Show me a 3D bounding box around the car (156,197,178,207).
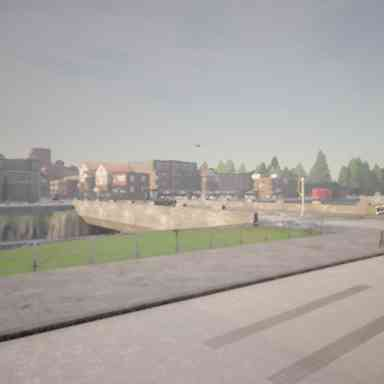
[{"bbox_3d":[-3.901,1.539,51.216,1.812,1.442,4.674,0,0,-36],"label":"car"}]
